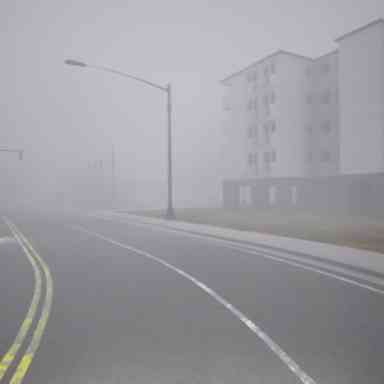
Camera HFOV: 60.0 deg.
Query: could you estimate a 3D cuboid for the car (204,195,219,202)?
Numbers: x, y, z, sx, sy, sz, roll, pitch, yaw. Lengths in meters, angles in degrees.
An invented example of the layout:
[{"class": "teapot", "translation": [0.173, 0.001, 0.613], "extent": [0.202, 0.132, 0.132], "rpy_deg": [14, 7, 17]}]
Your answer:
[{"class": "car", "translation": [4.409, 1.477, 76.436], "extent": [1.994, 1.385, 4.181], "rpy_deg": [-1, 0, 34]}]
